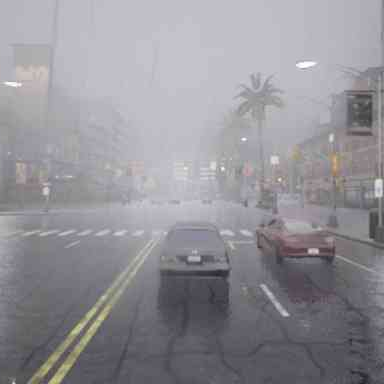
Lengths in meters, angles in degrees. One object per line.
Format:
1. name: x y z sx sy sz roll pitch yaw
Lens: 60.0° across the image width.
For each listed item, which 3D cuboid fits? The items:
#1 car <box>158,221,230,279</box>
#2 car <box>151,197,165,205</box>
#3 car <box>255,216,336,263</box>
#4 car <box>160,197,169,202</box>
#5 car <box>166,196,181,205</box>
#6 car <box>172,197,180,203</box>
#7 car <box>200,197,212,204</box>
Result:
1. car: 0.055 1.596 10.173 2.033 1.411 5.357 0 0 0
2. car: -7.234 1.849 68.363 1.812 1.442 4.674 0 0 0
3. car: 3.550 1.583 12.031 1.812 1.442 4.674 0 0 0
4. car: -7.304 2.010 87.783 1.895 1.301 4.718 0 0 0
5. car: -3.736 1.804 68.884 1.882 1.535 5.008 0 0 0
6. car: -3.768 1.894 78.079 1.812 1.442 4.674 0 0 0
7. car: 3.250 1.871 73.352 1.812 1.442 4.674 0 0 0
